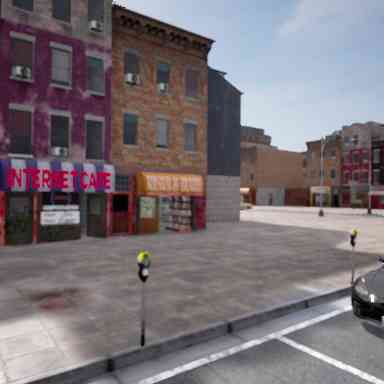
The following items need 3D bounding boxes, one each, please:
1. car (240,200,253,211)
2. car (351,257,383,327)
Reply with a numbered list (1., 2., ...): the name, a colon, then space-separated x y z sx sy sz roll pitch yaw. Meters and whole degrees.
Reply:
1. car: 5.840 1.705 43.792 1.882 1.535 5.008 1 -1 -35
2. car: 4.762 1.605 6.200 4.313 1.339 1.947 0 0 -35
